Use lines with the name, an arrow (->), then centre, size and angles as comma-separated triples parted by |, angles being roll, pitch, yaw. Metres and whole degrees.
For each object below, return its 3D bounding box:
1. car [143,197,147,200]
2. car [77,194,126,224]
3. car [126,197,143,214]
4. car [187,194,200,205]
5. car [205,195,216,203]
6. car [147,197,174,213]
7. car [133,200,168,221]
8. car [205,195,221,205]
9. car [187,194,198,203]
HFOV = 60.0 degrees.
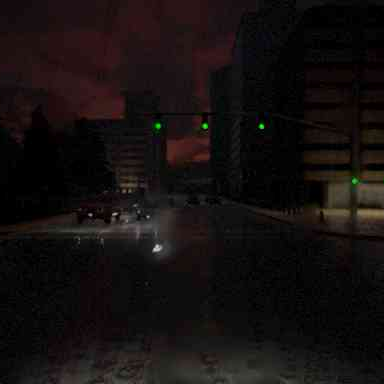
car -> -6.864, 1.415, 44.854 | 1.837, 1.490, 4.892 | 0, 0, 0
car -> -6.777, 1.168, 24.913 | 2.150, 2.045, 5.566 | 0, 0, 0
car -> -6.825, 1.420, 34.795 | 2.128, 1.511, 4.902 | 0, 0, 0
car -> 0.263, 1.461, 56.258 | 1.994, 1.385, 4.181 | 0, 0, 0
car -> 3.618, 1.363, 65.120 | 1.882, 1.535, 5.008 | 0, 0, 0
car -> -3.330, 1.494, 35.875 | 1.994, 1.385, 4.181 | 0, 0, 0
car -> -3.288, 1.547, 27.073 | 1.895, 1.301, 4.718 | 0, 0, 0
car -> 3.772, 1.451, 55.299 | 2.033, 1.411, 5.357 | 0, 0, 0
car -> 0.120, 1.234, 64.864 | 2.097, 1.767, 4.553 | 0, 0, 0
